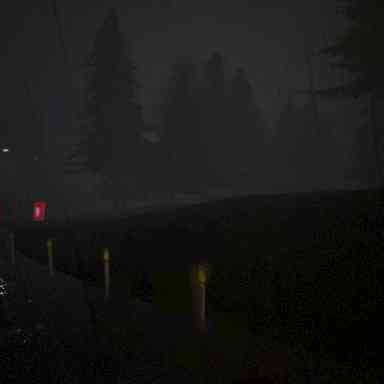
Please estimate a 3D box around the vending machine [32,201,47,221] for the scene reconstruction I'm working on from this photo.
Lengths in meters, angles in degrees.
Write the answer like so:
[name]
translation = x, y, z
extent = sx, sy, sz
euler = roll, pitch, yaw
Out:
[vending machine]
translation = -17.278, 2.124, 37.606
extent = 1.100, 2.100, 0.880
euler = 7, 2, -8
